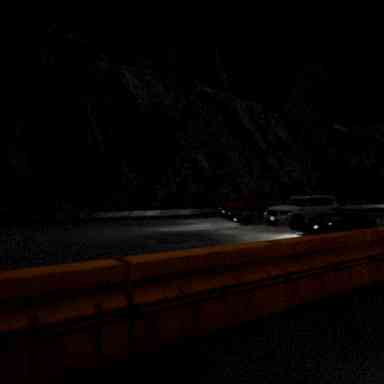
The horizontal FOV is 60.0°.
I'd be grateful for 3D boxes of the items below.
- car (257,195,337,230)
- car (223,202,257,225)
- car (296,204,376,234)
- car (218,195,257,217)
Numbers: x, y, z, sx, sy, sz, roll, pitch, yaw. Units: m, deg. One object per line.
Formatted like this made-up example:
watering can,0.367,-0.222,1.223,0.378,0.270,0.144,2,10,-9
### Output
car,7.212,1.243,21.590,5.566,2.045,2.150,0,0,-31
car,4.873,1.622,24.234,4.718,1.301,1.895,0,0,-32
car,7.960,1.583,17.883,4.181,1.385,1.994,0,0,-32
car,4.895,1.245,28.373,5.566,2.045,2.150,0,0,-31
